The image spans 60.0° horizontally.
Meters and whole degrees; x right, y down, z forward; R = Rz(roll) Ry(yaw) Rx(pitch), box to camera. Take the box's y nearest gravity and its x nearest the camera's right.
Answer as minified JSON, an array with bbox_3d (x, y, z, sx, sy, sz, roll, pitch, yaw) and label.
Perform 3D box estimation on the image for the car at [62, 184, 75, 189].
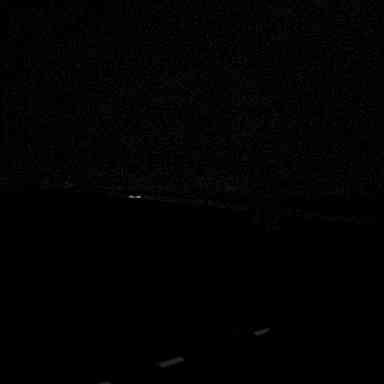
[{"bbox_3d":[-32.597,-1.343,89.012,1.812,1.442,4.674,0,1,-36],"label":"car"}]

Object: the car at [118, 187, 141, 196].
[{"bbox_3d":[-10.043,-0.126,53.115,2.033,1.411,5.357,0,2,-35],"label":"car"}]
